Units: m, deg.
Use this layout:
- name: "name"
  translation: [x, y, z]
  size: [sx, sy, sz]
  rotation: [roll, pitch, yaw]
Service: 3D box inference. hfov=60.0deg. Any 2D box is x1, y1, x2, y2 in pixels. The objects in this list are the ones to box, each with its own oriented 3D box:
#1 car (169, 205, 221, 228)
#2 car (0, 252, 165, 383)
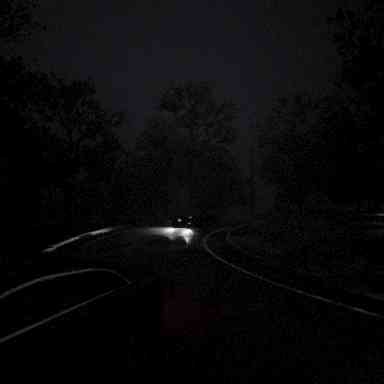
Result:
- name: "car"
  translation: [0.282, 1.584, 22.388]
  size: [1.994, 1.385, 4.181]
  rotation: [0, 0, 33]
- name: "car"
  translation: [-2.092, 1.483, 3.251]
  size: [2.128, 1.511, 4.902]
  rotation: [1, 0, 27]
